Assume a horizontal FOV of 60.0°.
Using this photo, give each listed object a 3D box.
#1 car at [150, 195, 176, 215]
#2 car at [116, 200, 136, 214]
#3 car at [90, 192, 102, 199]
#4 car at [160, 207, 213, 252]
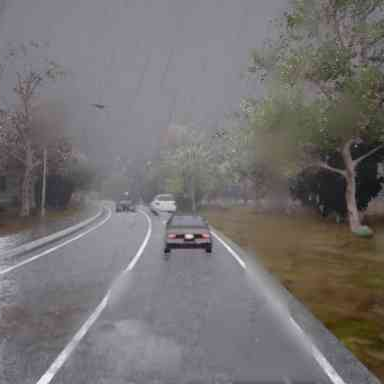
[{"bbox_3d":[-3.046,1.308,34.605,2.150,2.045,5.566,1,0,-12],"label":"car"},{"bbox_3d":[-7.186,1.582,36.061,1.994,1.385,4.181,1,0,-13],"label":"car"},{"bbox_3d":[-21.482,0.964,74.075,2.150,2.045,5.566,2,-1,-25],"label":"car"},{"bbox_3d":[-0.247,1.585,13.977,2.033,1.411,5.357,0,0,-3],"label":"car"}]
